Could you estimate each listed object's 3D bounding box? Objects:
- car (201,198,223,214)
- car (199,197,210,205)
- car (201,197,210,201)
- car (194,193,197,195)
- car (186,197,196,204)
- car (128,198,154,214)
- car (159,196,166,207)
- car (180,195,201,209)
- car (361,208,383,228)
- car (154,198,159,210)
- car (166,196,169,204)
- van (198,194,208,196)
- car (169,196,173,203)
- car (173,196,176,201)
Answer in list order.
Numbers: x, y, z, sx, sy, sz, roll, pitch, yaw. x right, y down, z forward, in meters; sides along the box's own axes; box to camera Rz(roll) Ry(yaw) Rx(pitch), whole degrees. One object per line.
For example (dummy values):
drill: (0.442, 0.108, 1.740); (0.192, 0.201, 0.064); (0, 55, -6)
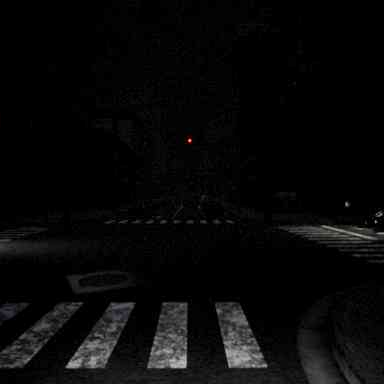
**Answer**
car: (2.341, 1.642, 36.069); (1.947, 1.339, 4.313); (0, 0, 0)
car: (2.378, 1.711, 63.623); (2.008, 1.369, 4.403); (0, 0, 0)
car: (2.356, 1.688, 47.092); (1.802, 1.307, 4.206); (0, 0, 0)
car: (2.046, 1.491, 90.069); (2.150, 2.045, 5.566); (0, 0, 0)
car: (-0.210, 1.788, 71.689); (1.895, 1.301, 4.718); (0, 0, 0)
car: (-5.684, 1.516, 36.081); (1.967, 1.590, 4.097); (0, 0, 0)
car: (-5.661, 1.705, 52.613); (1.802, 1.307, 4.206); (0, 0, 0)
car: (-0.187, 1.596, 46.257); (2.128, 1.511, 4.902); (0, 0, 0)
car: (13.003, 1.325, 20.586); (4.553, 1.767, 2.097); (0, 0, 0)
car: (-5.676, 1.531, 41.592); (1.967, 1.590, 4.097); (0, 0, 0)
car: (-5.654, 1.692, 58.123); (2.008, 1.369, 4.403); (0, 0, 0)
van: (2.371, 1.482, 58.113); (1.690, 1.788, 3.998); (0, 0, 0)
car: (-5.639, 1.621, 69.145); (1.967, 1.590, 4.097); (0, 0, 0)
car: (-5.624, 1.775, 80.166); (2.008, 1.369, 4.403); (0, 0, 0)
